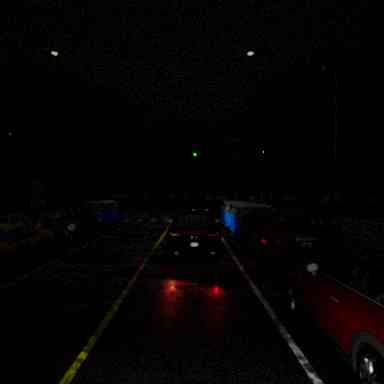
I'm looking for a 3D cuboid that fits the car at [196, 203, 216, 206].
[{"bbox_3d":[1.425,1.602,27.270,2.128,1.511,4.902,-1,-1,22],"label":"car"}]

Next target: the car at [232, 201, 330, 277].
[{"bbox_3d":[2.739,1.352,10.310,2.192,1.841,5.009,0,0,0],"label":"car"}]

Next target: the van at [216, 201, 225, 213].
[{"bbox_3d":[2.714,1.417,21.185,1.690,1.788,3.998,0,0,0],"label":"van"}]

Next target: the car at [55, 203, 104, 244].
[{"bbox_3d":[-5.798,1.496,15.727,1.967,1.590,4.097,0,0,0],"label":"car"}]

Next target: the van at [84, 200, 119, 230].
[{"bbox_3d":[-5.811,1.417,21.166,1.690,1.788,3.998,0,0,0],"label":"van"}]

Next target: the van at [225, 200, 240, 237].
[{"bbox_3d":[2.727,1.397,15.747,1.690,1.788,3.998,0,0,0],"label":"van"}]

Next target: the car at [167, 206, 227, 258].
[{"bbox_3d":[0.072,1.524,13.094,1.882,1.535,5.008,0,0,0],"label":"car"}]

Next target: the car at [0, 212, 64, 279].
[{"bbox_3d":[-5.785,1.561,10.120,1.752,1.417,4.829,0,0,0],"label":"car"}]

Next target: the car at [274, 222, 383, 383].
[{"bbox_3d":[2.752,1.457,4.872,1.967,1.590,4.097,0,0,0],"label":"car"}]
